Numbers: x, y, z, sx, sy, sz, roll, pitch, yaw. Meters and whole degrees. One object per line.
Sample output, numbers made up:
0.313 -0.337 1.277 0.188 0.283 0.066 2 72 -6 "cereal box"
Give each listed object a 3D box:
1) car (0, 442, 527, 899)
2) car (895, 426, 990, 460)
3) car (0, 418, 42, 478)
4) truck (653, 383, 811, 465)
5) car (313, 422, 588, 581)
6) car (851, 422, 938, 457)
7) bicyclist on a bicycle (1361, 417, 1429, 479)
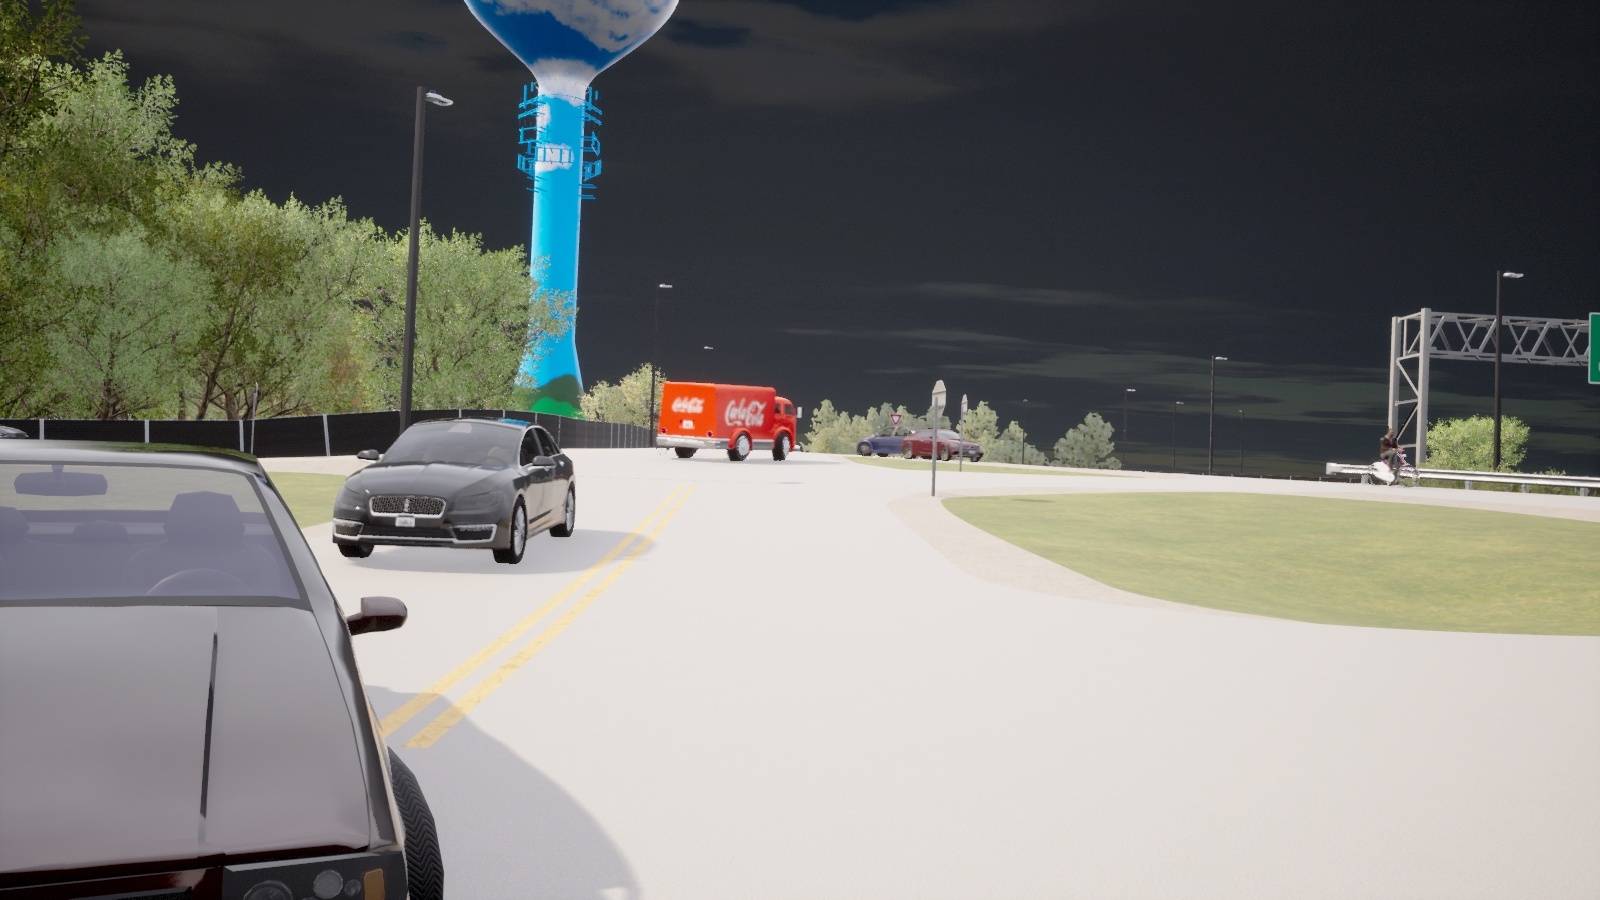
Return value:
-2.552 0.719 4.462 2.033 1.411 5.357 1 1 -24 "car"
6.391 -0.332 56.807 1.812 1.442 4.674 2 0 -30 "car"
-21.734 -0.015 31.566 4.193 1.474 1.816 -1 1 -15 "car"
-2.175 -0.865 41.738 2.627 2.467 5.204 3 2 33 "truck"
-3.826 0.455 14.715 1.837 1.490 4.892 1 2 0 "car"
4.717 -0.523 62.853 3.988 1.617 1.851 2 0 39 "car"
17.658 -0.071 37.282 0.659 1.776 1.843 1 0 -20 "bicyclist on a bicycle"
